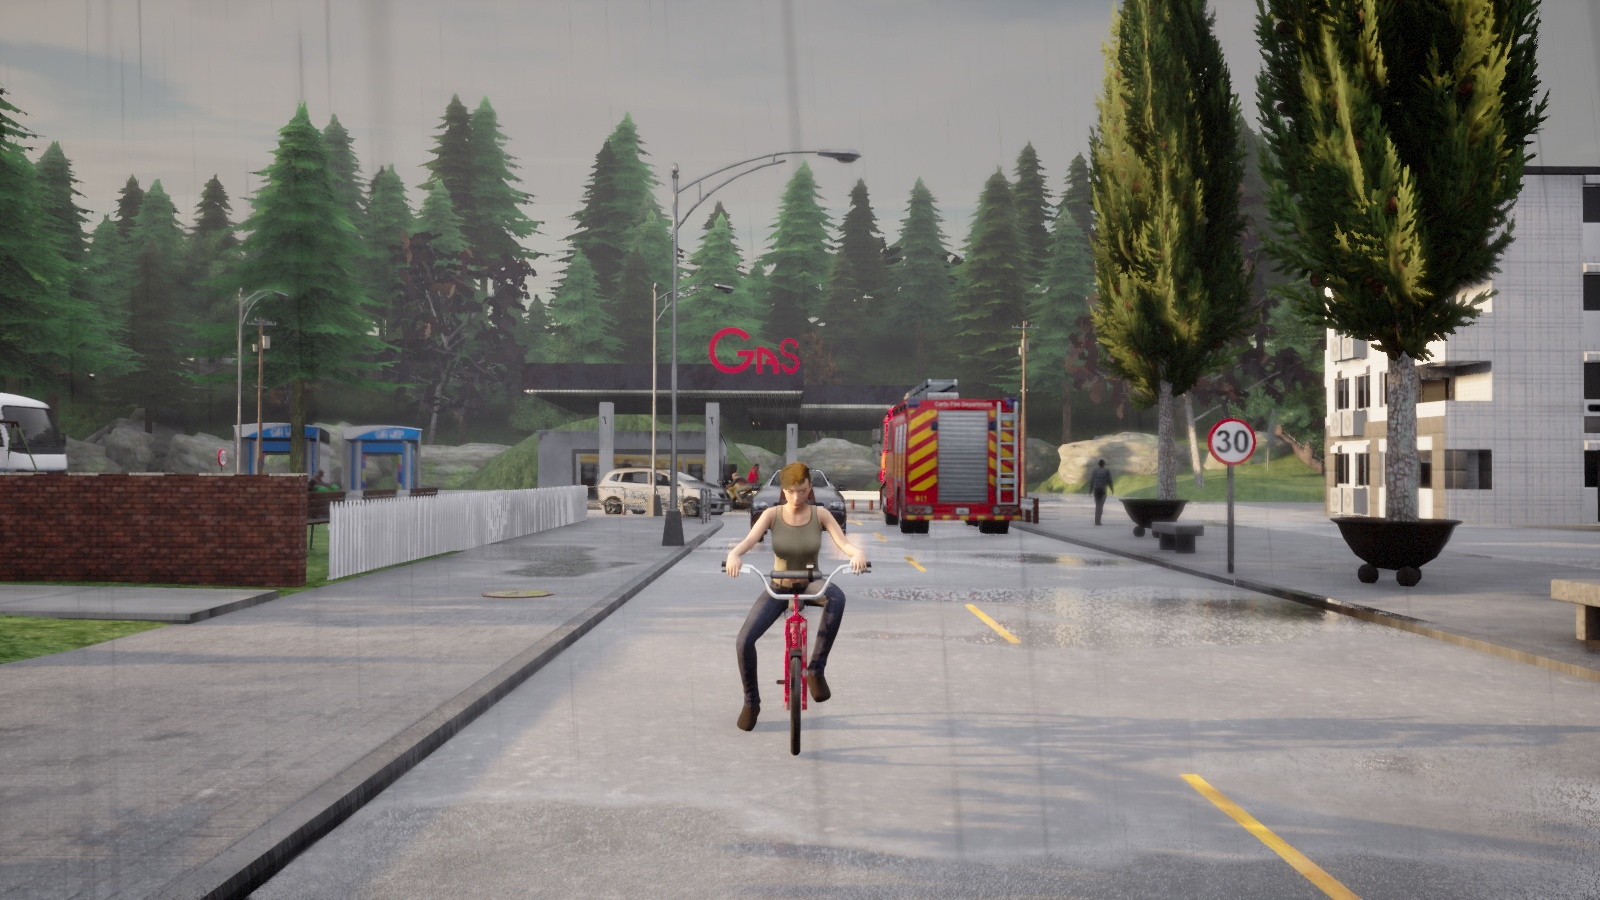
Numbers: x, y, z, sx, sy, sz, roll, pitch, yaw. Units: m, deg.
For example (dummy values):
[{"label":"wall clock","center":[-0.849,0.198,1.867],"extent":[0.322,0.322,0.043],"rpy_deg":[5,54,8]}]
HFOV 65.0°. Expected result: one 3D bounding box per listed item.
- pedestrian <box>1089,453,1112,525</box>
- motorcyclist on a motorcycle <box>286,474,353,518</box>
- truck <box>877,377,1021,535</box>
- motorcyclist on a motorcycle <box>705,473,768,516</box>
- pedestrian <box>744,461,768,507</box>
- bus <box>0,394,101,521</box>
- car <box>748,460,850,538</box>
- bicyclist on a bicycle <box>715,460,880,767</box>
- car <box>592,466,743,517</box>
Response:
[{"label":"pedestrian","center":[8.236,1.068,34.402],"extent":[0.423,1.949,0.788],"rpy_deg":[-1,-1,26]},{"label":"motorcyclist on a motorcycle","center":[-16.812,1.601,43.996],"extent":[2.044,1.523,0.797],"rpy_deg":[0,-1,0]},{"label":"truck","center":[3.892,0.218,34.791],"extent":[2.891,3.827,8.468],"rpy_deg":[0,-1,-1]},{"label":"motorcyclist on a motorcycle","center":[-2.361,1.639,46.422],"extent":[2.191,1.530,0.866],"rpy_deg":[-1,0,32]},{"label":"pedestrian","center":[-1.801,1.394,51.471],"extent":[0.899,1.844,0.634],"rpy_deg":[0,-1,10]},{"label":"bus","center":[-30.735,0.298,43.960],"extent":[10.273,4.253,3.944],"rpy_deg":[0,-1,0]},{"label":"car","center":[-0.019,1.081,29.082],"extent":[2.152,1.651,5.027],"rpy_deg":[0,-1,0]},{"label":"bicyclist on a bicycle","center":[-0.015,0.875,7.381],"extent":[0.866,1.612,1.509],"rpy_deg":[0,-1,0]},{"label":"car","center":[-4.502,1.396,42.870],"extent":[4.611,1.667,2.242],"rpy_deg":[-1,-1,20]}]
